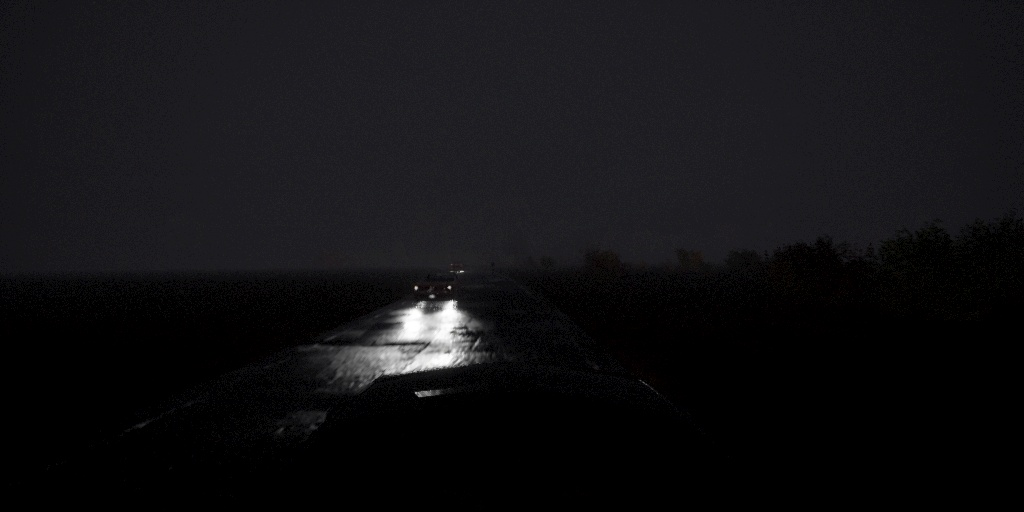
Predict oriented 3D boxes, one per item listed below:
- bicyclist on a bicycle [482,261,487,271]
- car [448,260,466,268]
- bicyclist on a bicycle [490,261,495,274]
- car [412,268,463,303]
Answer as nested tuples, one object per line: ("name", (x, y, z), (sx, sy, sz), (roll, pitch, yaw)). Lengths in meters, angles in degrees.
("bicyclist on a bicycle", (-4.096, 1.487, 53.518), (0.866, 1.612, 1.509), (0, 0, -11))
("car", (-9.243, 1.478, 59.392), (2.097, 1.767, 4.553), (0, 0, -12))
("bicyclist on a bicycle", (-2.348, 1.436, 43.642), (0.582, 1.620, 1.656), (0, -1, -9))
("car", (-3.555, 1.456, 17.671), (1.895, 1.301, 4.718), (0, 0, -3))
